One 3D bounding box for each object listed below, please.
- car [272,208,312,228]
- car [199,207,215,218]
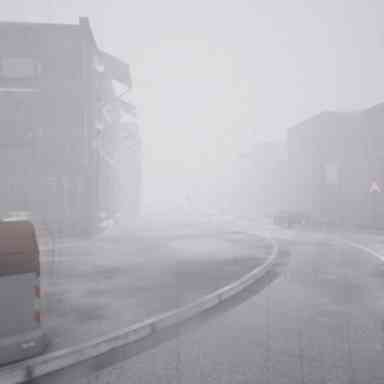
[{"bbox_3d":[8.022,2.093,27.158,1.837,1.490,4.892,-1,-2,-6],"label":"car"},{"bbox_3d":[2.149,3.003,49.171,1.812,1.442,4.674,-1,-1,-7],"label":"car"}]
